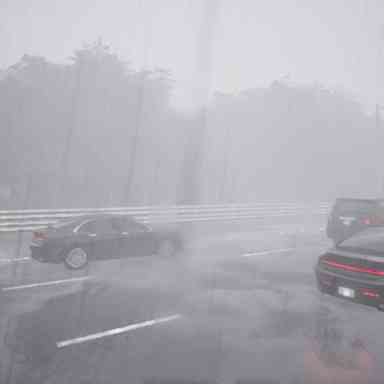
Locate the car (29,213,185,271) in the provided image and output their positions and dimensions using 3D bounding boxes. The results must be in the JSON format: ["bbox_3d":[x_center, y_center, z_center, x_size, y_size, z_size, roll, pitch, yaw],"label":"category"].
[{"bbox_3d":[-2.528,1.451,10.732,4.892,1.490,1.837,0,0,-34],"label":"car"}]

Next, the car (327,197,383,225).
[{"bbox_3d":[7.771,1.206,13.409,5.566,2.045,2.150,0,0,-34],"label":"car"}]

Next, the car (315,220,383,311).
[{"bbox_3d":[4.698,1.501,7.144,4.892,1.490,1.837,0,0,-34],"label":"car"}]
